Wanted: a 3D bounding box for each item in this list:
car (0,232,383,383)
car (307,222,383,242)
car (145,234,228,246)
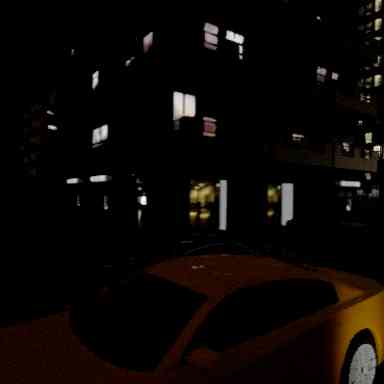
[{"bbox_3d":[0.103,1.473,3.451,5.008,1.535,1.882,0,0,-35],"label":"car"},{"bbox_3d":[4.345,1.562,9.604,4.206,1.307,1.802,0,1,-35],"label":"car"},{"bbox_3d":[-0.165,1.543,6.385,4.403,1.369,2.008,0,1,-35],"label":"car"}]
